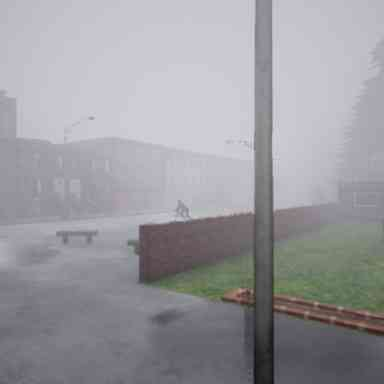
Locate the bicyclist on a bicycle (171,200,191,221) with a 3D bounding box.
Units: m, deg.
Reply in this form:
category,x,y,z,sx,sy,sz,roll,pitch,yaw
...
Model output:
category,x,y,z,sx,sy,sz,roll,pitch,yaw
bicyclist on a bicycle,-0.696,1.337,21.340,1.656,1.620,0.582,0,0,35
